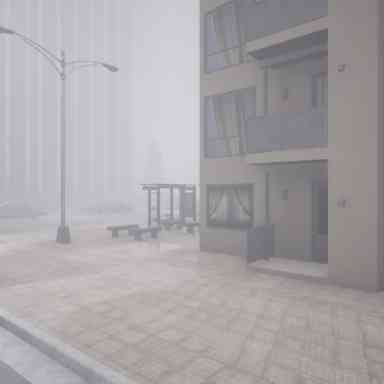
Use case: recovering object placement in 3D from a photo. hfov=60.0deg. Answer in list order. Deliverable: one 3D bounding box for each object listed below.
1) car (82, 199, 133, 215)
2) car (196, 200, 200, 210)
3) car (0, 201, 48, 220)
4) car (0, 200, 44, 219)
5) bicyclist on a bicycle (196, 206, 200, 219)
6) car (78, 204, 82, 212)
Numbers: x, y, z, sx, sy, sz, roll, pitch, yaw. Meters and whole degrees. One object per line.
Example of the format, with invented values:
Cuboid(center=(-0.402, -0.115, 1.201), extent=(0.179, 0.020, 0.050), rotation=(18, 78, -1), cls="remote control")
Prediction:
Cuboid(center=(-8.403, 1.656, 34.177), extent=(1.895, 1.301, 4.718), rotation=(0, 0, 40), cls="car")
Cuboid(center=(-1.024, 1.559, 42.961), extent=(1.837, 1.490, 4.892), rotation=(0, 0, 40), cls="car")
Cuboid(center=(-14.554, 1.603, 26.819), extent=(2.033, 1.411, 5.357), rotation=(0, 0, 40), cls="car")
Cuboid(center=(-16.269, 1.560, 30.228), extent=(1.837, 1.490, 4.892), rotation=(0, 0, 40), cls="car")
Cuboid(center=(0.940, 1.356, 26.674), extent=(1.656, 1.620, 0.582), rotation=(0, 0, 40), cls="bicyclist on a bicycle")
Cuboid(center=(-10.347, 1.547, 37.305), extent=(2.128, 1.511, 4.902), rotation=(0, 0, 40), cls="car")
